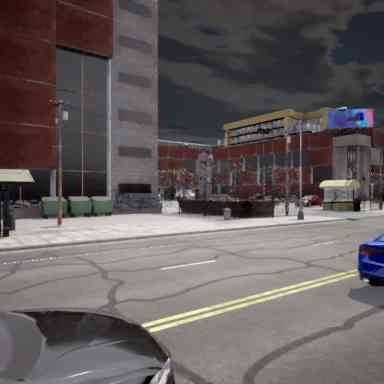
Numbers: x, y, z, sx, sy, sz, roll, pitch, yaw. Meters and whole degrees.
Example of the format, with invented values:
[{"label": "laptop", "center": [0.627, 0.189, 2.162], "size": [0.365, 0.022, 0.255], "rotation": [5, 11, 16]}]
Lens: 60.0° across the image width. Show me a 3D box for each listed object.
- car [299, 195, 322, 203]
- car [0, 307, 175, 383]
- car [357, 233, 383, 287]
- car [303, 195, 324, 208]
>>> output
[{"label": "car", "center": [23.565, 1.420, 66.224], "size": [4.674, 1.452, 2.002], "rotation": [0, 0, -36]}, {"label": "car", "center": [-2.363, 1.491, 2.061], "size": [4.902, 1.511, 2.128], "rotation": [0, 0, -36]}, {"label": "car", "center": [6.057, 1.478, 8.134], "size": [5.008, 1.535, 1.882], "rotation": [0, 0, -35]}, {"label": "car", "center": [16.677, 1.254, 47.155], "size": [4.553, 1.767, 2.185], "rotation": [0, 0, -36]}]
